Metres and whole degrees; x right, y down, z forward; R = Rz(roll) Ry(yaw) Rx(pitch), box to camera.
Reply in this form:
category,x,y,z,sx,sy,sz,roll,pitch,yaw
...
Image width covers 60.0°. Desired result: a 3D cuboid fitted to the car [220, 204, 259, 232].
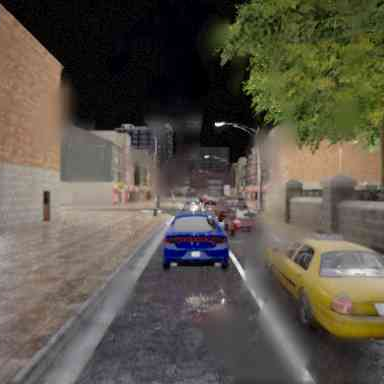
category,x,y,z,sx,sy,sz,roll,pitch,yaw
car,2.648,1.508,17.408,1.802,1.307,4.206,1,0,0

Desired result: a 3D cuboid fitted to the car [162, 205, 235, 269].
category,x,y,z,sx,sy,sz,roll,pitch,yaw
car,0.100,1.428,11.037,1.882,1.535,5.008,0,0,0

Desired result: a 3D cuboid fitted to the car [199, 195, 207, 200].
category,x,y,z,sx,sy,sz,roll,pitch,yaw
car,2.653,1.377,81.911,1.802,1.307,4.206,0,0,0

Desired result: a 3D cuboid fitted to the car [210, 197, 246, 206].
category,x,y,z,sx,sy,sz,roll,pitch,yaw
car,2.651,1.222,22.856,2.192,1.841,5.009,1,0,0

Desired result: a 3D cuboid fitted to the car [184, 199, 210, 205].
category,x,y,z,sx,sy,sz,roll,pitch,yaw
car,0.103,1.452,23.603,2.033,1.411,5.357,0,0,0

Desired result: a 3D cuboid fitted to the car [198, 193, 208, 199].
category,x,y,z,sx,sy,sz,roll,pitch,yaw
car,2.652,1.354,65.599,1.887,1.381,4.507,1,0,0

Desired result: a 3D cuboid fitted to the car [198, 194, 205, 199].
category,x,y,z,sx,sy,sz,roll,pitch,yaw
car,2.654,1.343,92.786,2.008,1.369,4.403,0,0,0

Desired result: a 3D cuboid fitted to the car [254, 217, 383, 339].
category,x,y,z,sx,sy,sz,roll,pitch,yaw
car,2.648,1.494,6.679,1.752,1.417,4.829,1,0,0

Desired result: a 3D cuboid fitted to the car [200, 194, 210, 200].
category,x,y,z,sx,sy,sz,roll,pitch,yaw
car,2.651,1.381,49.287,1.887,1.381,4.507,1,0,0
